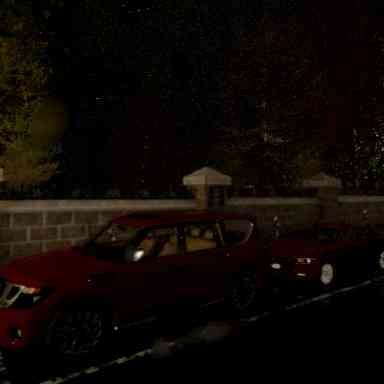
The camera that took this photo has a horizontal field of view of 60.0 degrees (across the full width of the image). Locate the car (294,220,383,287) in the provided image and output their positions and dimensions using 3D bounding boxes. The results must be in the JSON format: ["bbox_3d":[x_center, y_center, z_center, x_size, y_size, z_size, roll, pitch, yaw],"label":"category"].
[{"bbox_3d":[3.868,1.524,9.305,4.507,1.381,1.887,0,1,-35],"label":"car"}]

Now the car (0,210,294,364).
[{"bbox_3d":[-0.702,1.308,6.043,5.009,1.841,2.192,0,1,-35],"label":"car"}]
